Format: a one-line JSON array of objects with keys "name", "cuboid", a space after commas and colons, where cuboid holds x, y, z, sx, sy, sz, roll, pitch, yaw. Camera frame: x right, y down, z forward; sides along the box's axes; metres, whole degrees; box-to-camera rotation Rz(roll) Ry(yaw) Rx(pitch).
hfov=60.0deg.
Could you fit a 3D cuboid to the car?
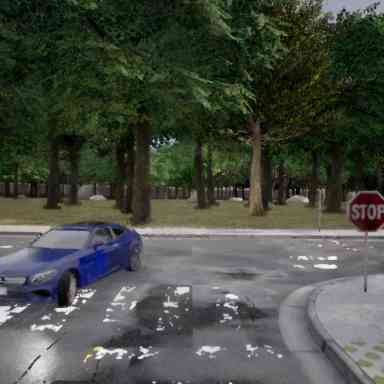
[{"name": "car", "cuboid": [-2.804, 1.509, 8.255, 1.812, 1.442, 4.674, -1, 0, 17]}]
